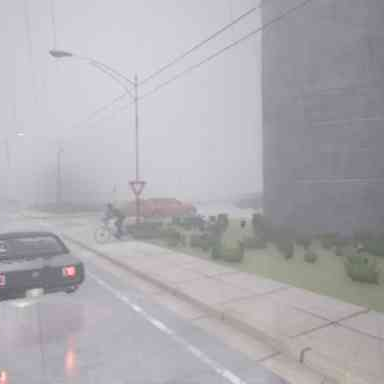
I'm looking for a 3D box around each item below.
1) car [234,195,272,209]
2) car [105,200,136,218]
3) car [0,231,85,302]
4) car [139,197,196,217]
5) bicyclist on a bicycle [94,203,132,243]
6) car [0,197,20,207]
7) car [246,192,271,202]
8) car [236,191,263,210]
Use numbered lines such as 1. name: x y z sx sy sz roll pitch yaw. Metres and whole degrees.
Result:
1. car: 7.762 1.184 43.003 2.242 1.667 4.611 -1 0 -33
2. car: -5.205 1.416 29.554 5.008 1.535 1.882 -1 0 -33
3. car: -4.149 1.620 8.150 1.895 1.301 4.718 -1 0 -32
4. car: -1.807 1.254 27.437 4.553 1.767 2.097 -1 0 -34
5. bicyclist on a bicycle: -3.254 1.283 13.789 1.656 1.620 0.582 -1 0 -32
6. car: -29.499 1.607 53.286 1.882 1.535 5.008 -1 0 2
7. car: 12.300 0.870 61.751 1.932 1.855 4.605 -1 0 -33
8. car: 7.784 0.949 38.085 5.566 2.045 2.150 -1 0 -33
